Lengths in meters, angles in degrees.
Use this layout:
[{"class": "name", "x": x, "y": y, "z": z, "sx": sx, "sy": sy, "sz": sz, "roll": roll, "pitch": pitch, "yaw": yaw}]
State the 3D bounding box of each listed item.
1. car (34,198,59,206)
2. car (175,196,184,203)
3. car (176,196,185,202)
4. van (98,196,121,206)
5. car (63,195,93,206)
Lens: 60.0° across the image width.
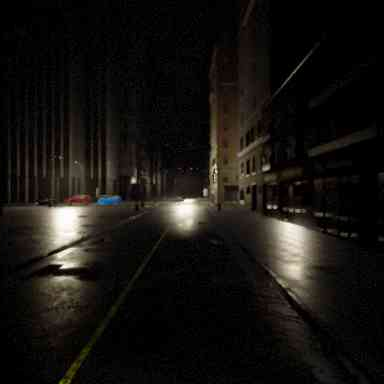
[{"class": "car", "x": -26.006, "y": 1.743, "z": 59.505, "sx": 4.313, "sy": 1.339, "sz": 1.947, "roll": 0, "pitch": 0, "yaw": -1}, {"class": "car", "x": -2.998, "y": 1.753, "z": 79.015, "sx": 2.033, "sy": 1.411, "sz": 5.357, "roll": 0, "pitch": 0, "yaw": 0}, {"class": "car", "x": -2.999, "y": 1.778, "z": 86.273, "sx": 2.033, "sy": 1.411, "sz": 5.357, "roll": 0, "pitch": 0, "yaw": 0}, {"class": "van", "x": -14.726, "y": 1.523, "z": 59.677, "sx": 3.998, "sy": 1.788, "sz": 1.690, "roll": 0, "pitch": 0, "yaw": -1}, {"class": "car", "x": -20.366, "y": 1.496, "z": 59.591, "sx": 5.009, "sy": 1.841, "sz": 2.192, "roll": 0, "pitch": 0, "yaw": -1}]
